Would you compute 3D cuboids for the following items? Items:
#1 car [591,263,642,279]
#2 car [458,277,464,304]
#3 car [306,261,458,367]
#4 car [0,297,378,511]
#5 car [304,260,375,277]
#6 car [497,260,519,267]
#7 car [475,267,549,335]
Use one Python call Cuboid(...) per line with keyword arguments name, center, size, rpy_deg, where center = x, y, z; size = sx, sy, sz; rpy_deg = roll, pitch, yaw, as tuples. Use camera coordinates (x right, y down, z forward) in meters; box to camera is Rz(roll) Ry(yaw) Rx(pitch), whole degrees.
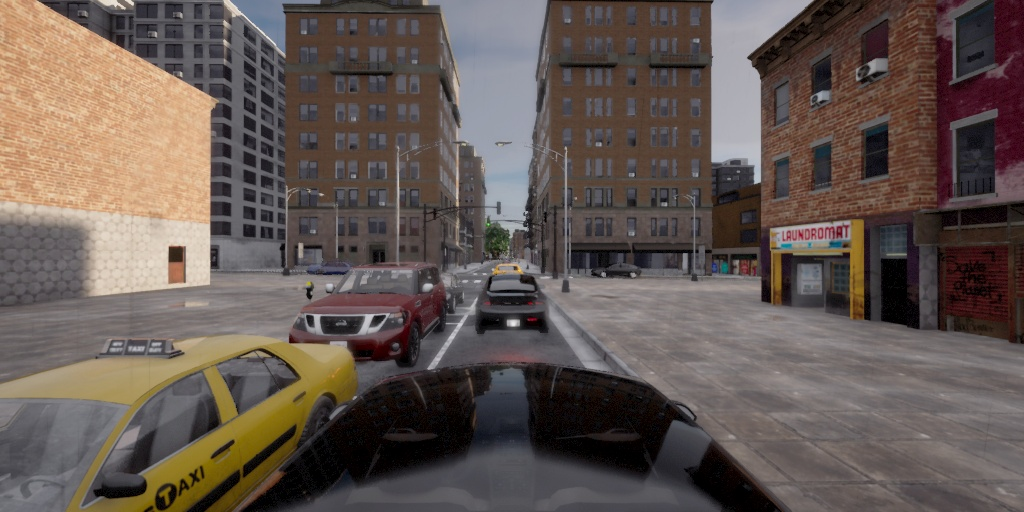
Cuboid(name="car", center=(10.381, 1.457, 35.782), size=(4.892, 1.490, 1.837), rpy_deg=(0, 0, 0))
Cuboid(name="car", center=(-2.825, 1.305, 13.672), size=(2.007, 1.370, 4.403), rpy_deg=(0, 0, -1))
Cuboid(name="car", center=(-2.729, 1.067, 8.058), size=(2.192, 1.841, 5.009), rpy_deg=(0, 0, -1))
Cuboid(name="car", center=(-2.629, 1.275, 2.275), size=(1.751, 1.417, 4.829), rpy_deg=(0, 0, -1))
Cuboid(name="car", center=(-15.481, 1.127, 32.362), size=(5.357, 1.411, 2.033), rpy_deg=(1, 0, -1))
Cuboid(name="car", center=(-0.287, 1.237, 23.124), size=(1.882, 1.535, 5.008), rpy_deg=(0, 0, -1))
Cuboid(name="car", center=(-0.034, 1.259, 10.554), size=(1.837, 1.490, 4.892), rpy_deg=(0, 0, -2))
